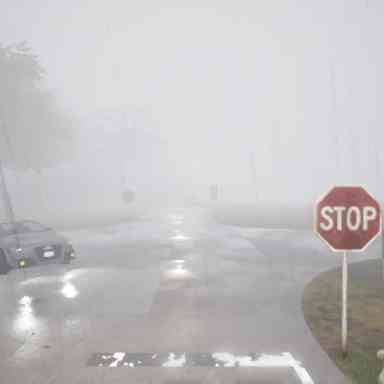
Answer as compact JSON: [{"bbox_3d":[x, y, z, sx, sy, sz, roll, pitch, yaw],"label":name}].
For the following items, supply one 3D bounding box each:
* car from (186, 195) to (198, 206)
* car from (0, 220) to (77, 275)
[{"bbox_3d":[0.031,1.631,58.115,2.033,1.411,5.357,0,0,-1],"label":"car"},{"bbox_3d":[-5.495,1.607,10.499,4.181,1.385,1.994,-3,-1,39],"label":"car"}]
